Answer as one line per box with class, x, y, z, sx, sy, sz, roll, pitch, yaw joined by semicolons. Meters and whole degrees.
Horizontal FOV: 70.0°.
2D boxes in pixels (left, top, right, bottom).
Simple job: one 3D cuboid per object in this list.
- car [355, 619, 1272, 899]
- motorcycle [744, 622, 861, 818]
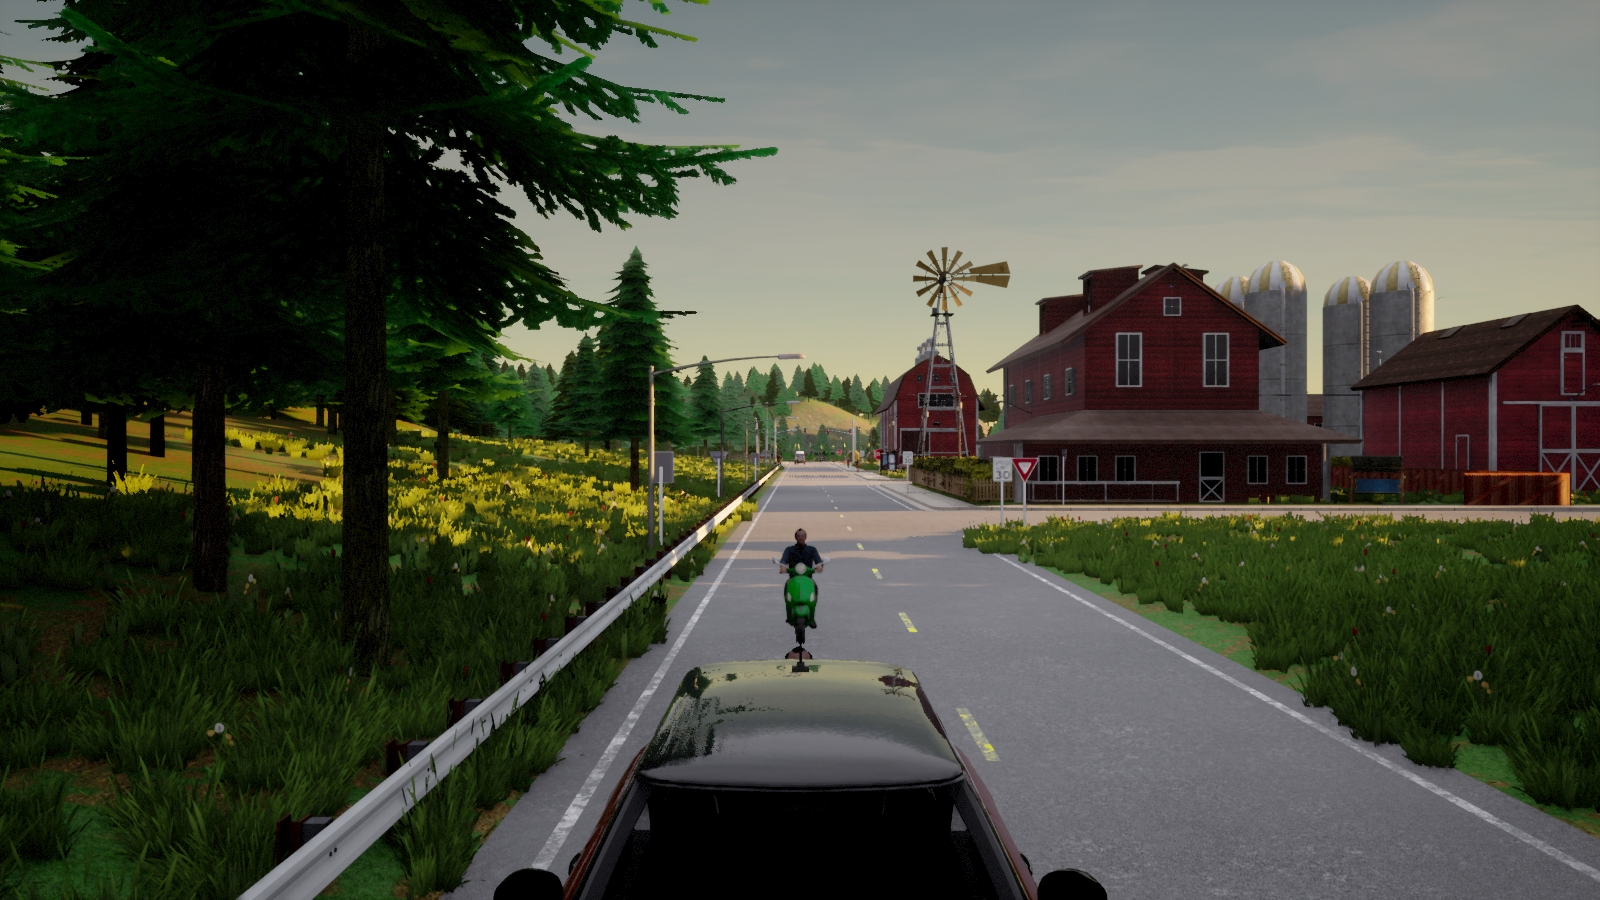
car;0.032;1.899;4.503;2.097;1.767;4.553;0;0;0
motorcycle;0.016;2.230;9.842;0.867;1.251;2.209;-2;-3;0
